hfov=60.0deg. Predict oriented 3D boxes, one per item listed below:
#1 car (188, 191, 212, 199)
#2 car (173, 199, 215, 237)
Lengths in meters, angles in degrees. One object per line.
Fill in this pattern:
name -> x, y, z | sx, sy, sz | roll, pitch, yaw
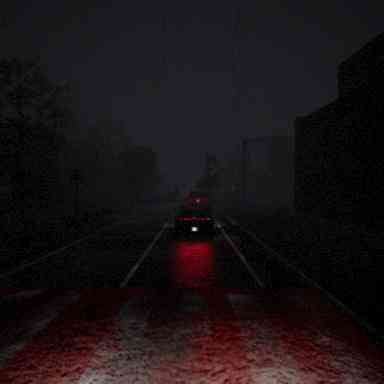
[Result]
car -> 0.808, 0.892, 33.408 | 2.150, 2.045, 5.566 | 0, 0, 6
car -> 0.115, 1.342, 17.016 | 1.837, 1.490, 4.892 | 0, 1, 0
